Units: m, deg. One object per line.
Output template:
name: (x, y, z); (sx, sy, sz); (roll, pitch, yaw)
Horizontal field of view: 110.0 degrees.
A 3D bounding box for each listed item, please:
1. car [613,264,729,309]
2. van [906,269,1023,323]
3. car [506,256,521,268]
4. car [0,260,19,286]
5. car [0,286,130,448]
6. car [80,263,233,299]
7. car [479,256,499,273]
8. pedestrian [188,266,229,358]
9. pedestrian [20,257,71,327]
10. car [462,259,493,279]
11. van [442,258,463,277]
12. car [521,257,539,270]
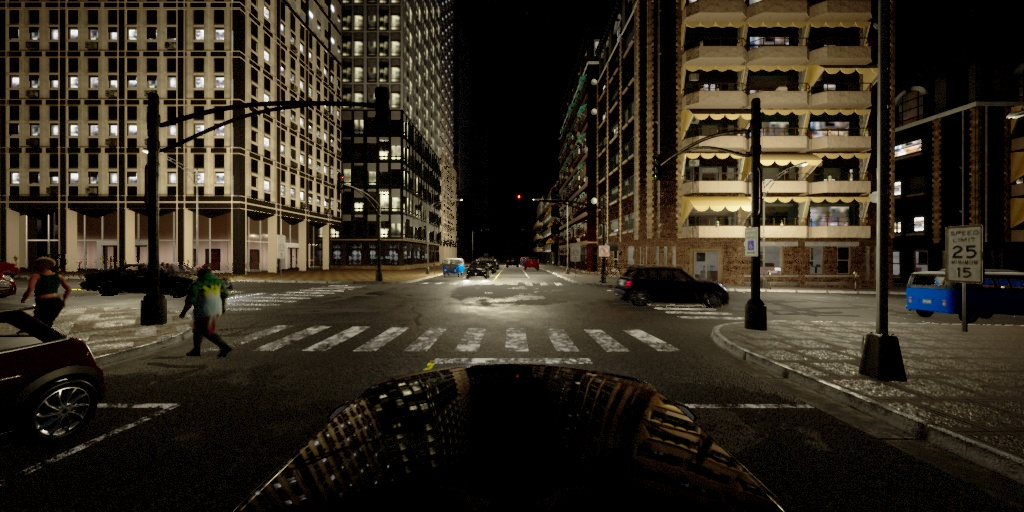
car: (6.913, 1.267, 15.742); (4.553, 1.767, 2.097); (1, 0, 0)
van: (16.926, 1.453, 13.027); (3.998, 1.789, 1.690); (0, 0, 0)
car: (0.080, 0.994, 63.915); (2.150, 2.045, 5.566); (0, 0, 0)
car: (-21.133, 0.818, 13.125); (4.097, 1.591, 1.967); (0, 0, 0)
car: (-5.689, 1.190, 2.338); (1.967, 1.591, 4.097); (0, 0, 0)
car: (-15.400, 1.032, 15.668); (5.357, 1.411, 2.033); (1, 0, 2)
car: (-3.043, 0.981, 42.893); (2.150, 2.045, 5.566); (0, 0, 1)
pedestrian: (-5.982, 1.043, 7.073); (0.375, 1.860, 0.375); (0, 0, 0)
pedestrian: (-8.402, 0.891, 6.476); (0.375, 1.860, 0.375); (0, 0, 0)
car: (-3.057, 1.260, 32.771); (1.837, 1.490, 4.892); (0, 0, 0)
van: (-5.649, 1.097, 34.812); (1.690, 1.789, 3.998); (0, 0, 0)
car: (2.752, 1.079, 51.456); (2.192, 1.841, 5.009); (0, 0, 0)
